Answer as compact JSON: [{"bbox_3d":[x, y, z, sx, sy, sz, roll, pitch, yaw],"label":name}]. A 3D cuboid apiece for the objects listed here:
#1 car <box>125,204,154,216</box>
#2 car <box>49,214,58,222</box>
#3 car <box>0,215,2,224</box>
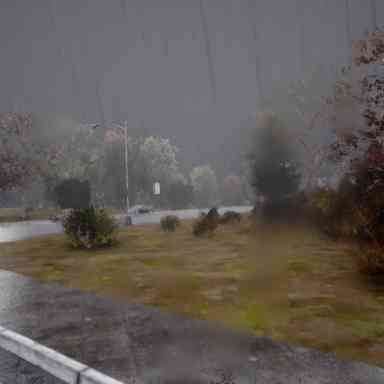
[{"bbox_3d":[-7.298,2.500,46.434,2.128,1.511,4.902,-3,-2,32],"label":"car"},{"bbox_3d":[-13.491,2.520,36.689,1.994,1.385,4.181,-3,-2,32],"label":"car"},{"bbox_3d":[-18.934,2.442,28.379,1.837,1.490,4.892,-3,-2,35],"label":"car"}]
